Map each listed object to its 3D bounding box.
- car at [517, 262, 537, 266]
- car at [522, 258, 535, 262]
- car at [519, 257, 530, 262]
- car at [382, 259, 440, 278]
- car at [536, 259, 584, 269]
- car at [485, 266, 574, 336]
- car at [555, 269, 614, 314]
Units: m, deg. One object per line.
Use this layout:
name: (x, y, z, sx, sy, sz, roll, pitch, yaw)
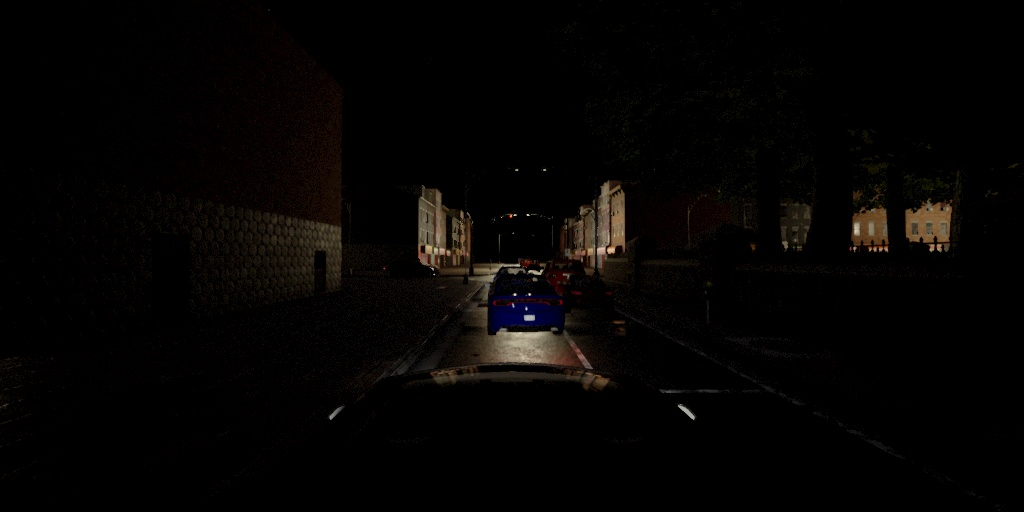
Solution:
car: (0.066, 1.234, 18.048, 1.882, 1.535, 5.008, 0, 0, 1)
car: (2.628, 1.343, 45.433, 1.888, 1.381, 4.507, 0, 0, 0)
car: (2.624, 1.386, 61.744, 1.888, 1.381, 4.507, 0, 0, 0)
car: (-8.531, 1.091, 30.587, 4.553, 1.767, 2.097, 0, -1, 0)
car: (2.634, 1.071, 19.004, 2.192, 1.841, 5.009, 0, 0, 0)
car: (0.227, 1.229, 10.475, 1.882, 1.535, 5.008, 0, 0, -4)
car: (2.635, 1.335, 13.555, 1.802, 1.307, 4.207, 0, 0, 0)
